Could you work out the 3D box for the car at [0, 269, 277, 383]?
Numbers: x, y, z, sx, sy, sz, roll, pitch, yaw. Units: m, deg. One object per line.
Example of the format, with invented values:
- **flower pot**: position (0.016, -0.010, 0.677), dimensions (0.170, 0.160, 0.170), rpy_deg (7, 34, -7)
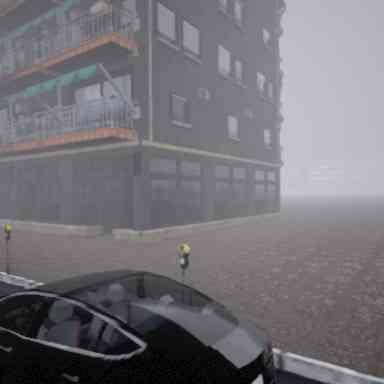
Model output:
- **car**: position (-1.220, 1.580, 3.749), dimensions (4.313, 1.339, 1.947), rpy_deg (0, 0, 36)
